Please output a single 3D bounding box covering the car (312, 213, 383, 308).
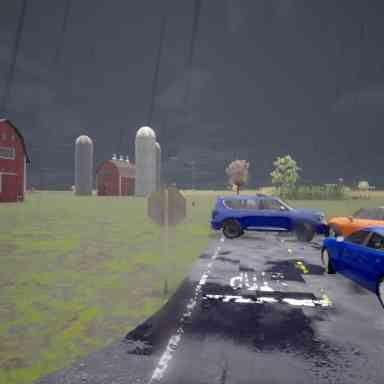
[{"bbox_3d":[4.562,1.480,7.498,1.882,1.535,5.008,0,0,2],"label":"car"}]

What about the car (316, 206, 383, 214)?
[{"bbox_3d":[7.637,1.367,13.661,2.097,1.767,4.553,0,0,-19],"label":"car"}]

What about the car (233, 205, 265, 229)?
[{"bbox_3d":[3.849,1.601,22.696,1.895,1.301,4.718,0,0,9],"label":"car"}]

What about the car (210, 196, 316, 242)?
[{"bbox_3d":[3.678,1.219,16.405,5.566,2.045,2.150,0,0,18],"label":"car"}]

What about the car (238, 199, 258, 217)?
[{"bbox_3d":[5.504,1.502,33.003,1.837,1.490,4.892,0,0,9],"label":"car"}]
